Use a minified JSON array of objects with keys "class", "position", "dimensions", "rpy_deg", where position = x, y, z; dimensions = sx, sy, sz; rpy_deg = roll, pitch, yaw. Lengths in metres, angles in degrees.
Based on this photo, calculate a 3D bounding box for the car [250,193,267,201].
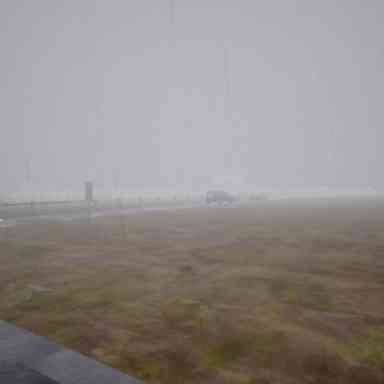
[{"class":"car","position":[12.483,0.913,62.586],"dimensions":[1.812,1.442,4.674],"rpy_deg":[-1,0,34]}]

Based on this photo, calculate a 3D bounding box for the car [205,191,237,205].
[{"class":"car","position":[4.140,0.804,50.275],"dimensions":[2.150,2.045,5.566],"rpy_deg":[-1,1,34]}]

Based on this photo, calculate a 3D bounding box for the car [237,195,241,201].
[{"class":"car","position":[7.095,1.009,59.546],"dimensions":[1.812,1.442,4.674],"rpy_deg":[-1,0,34]}]
